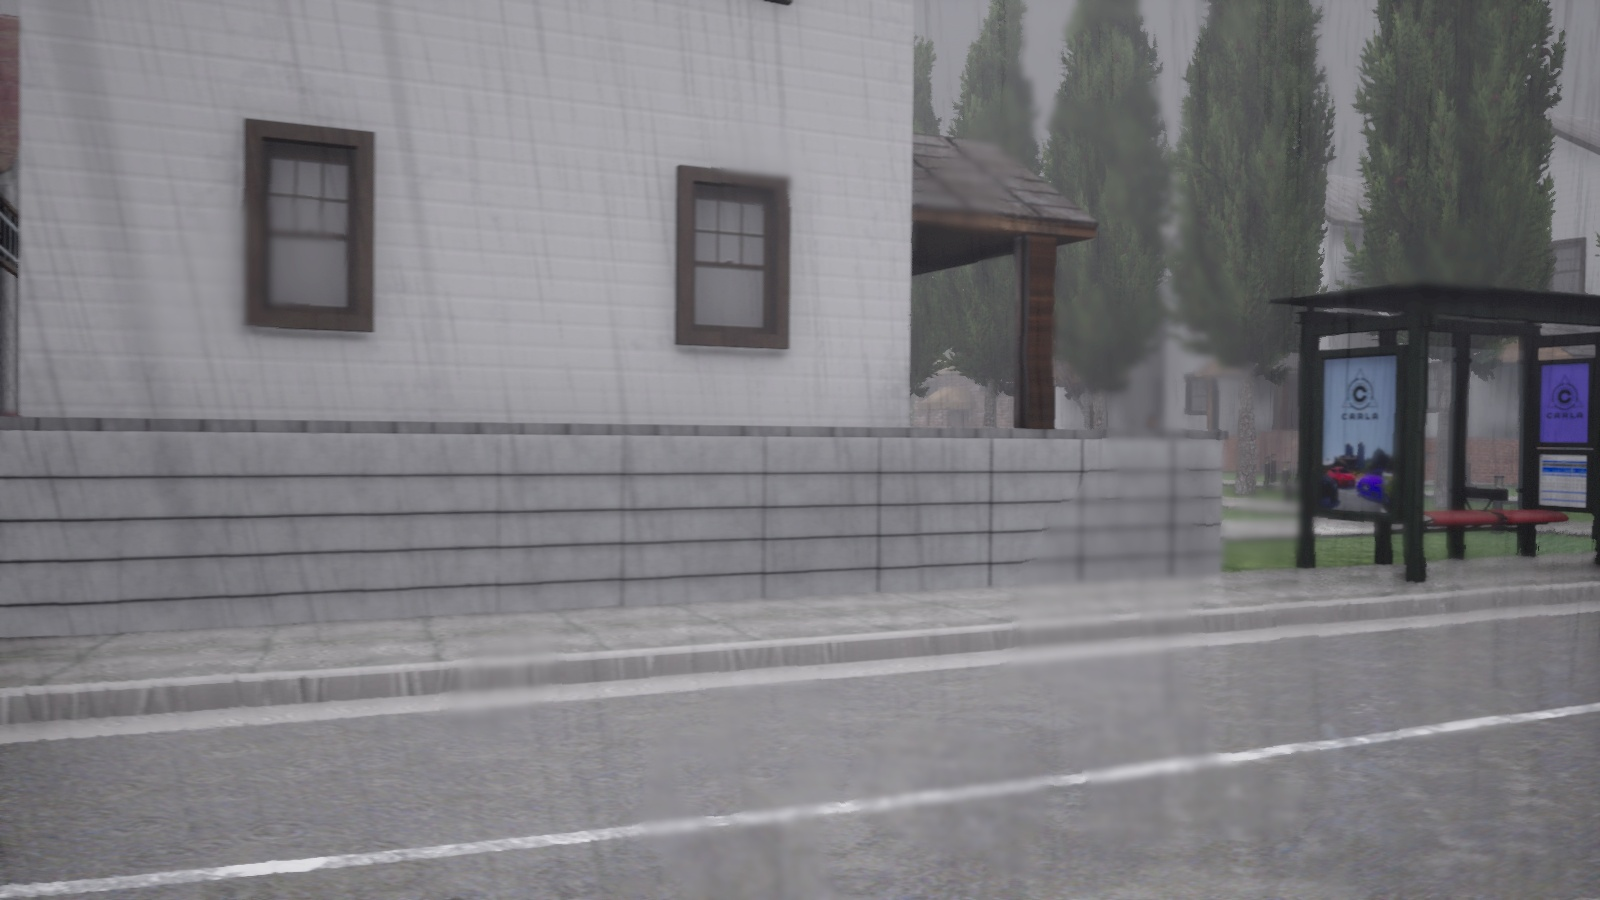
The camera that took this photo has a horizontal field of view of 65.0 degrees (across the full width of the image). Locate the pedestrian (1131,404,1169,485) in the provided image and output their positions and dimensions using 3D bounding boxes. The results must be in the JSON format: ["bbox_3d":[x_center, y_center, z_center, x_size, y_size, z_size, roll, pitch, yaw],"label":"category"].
[{"bbox_3d":[8.127,-0.126,29.147,0.694,1.848,0.540,0,1,37],"label":"pedestrian"}]
